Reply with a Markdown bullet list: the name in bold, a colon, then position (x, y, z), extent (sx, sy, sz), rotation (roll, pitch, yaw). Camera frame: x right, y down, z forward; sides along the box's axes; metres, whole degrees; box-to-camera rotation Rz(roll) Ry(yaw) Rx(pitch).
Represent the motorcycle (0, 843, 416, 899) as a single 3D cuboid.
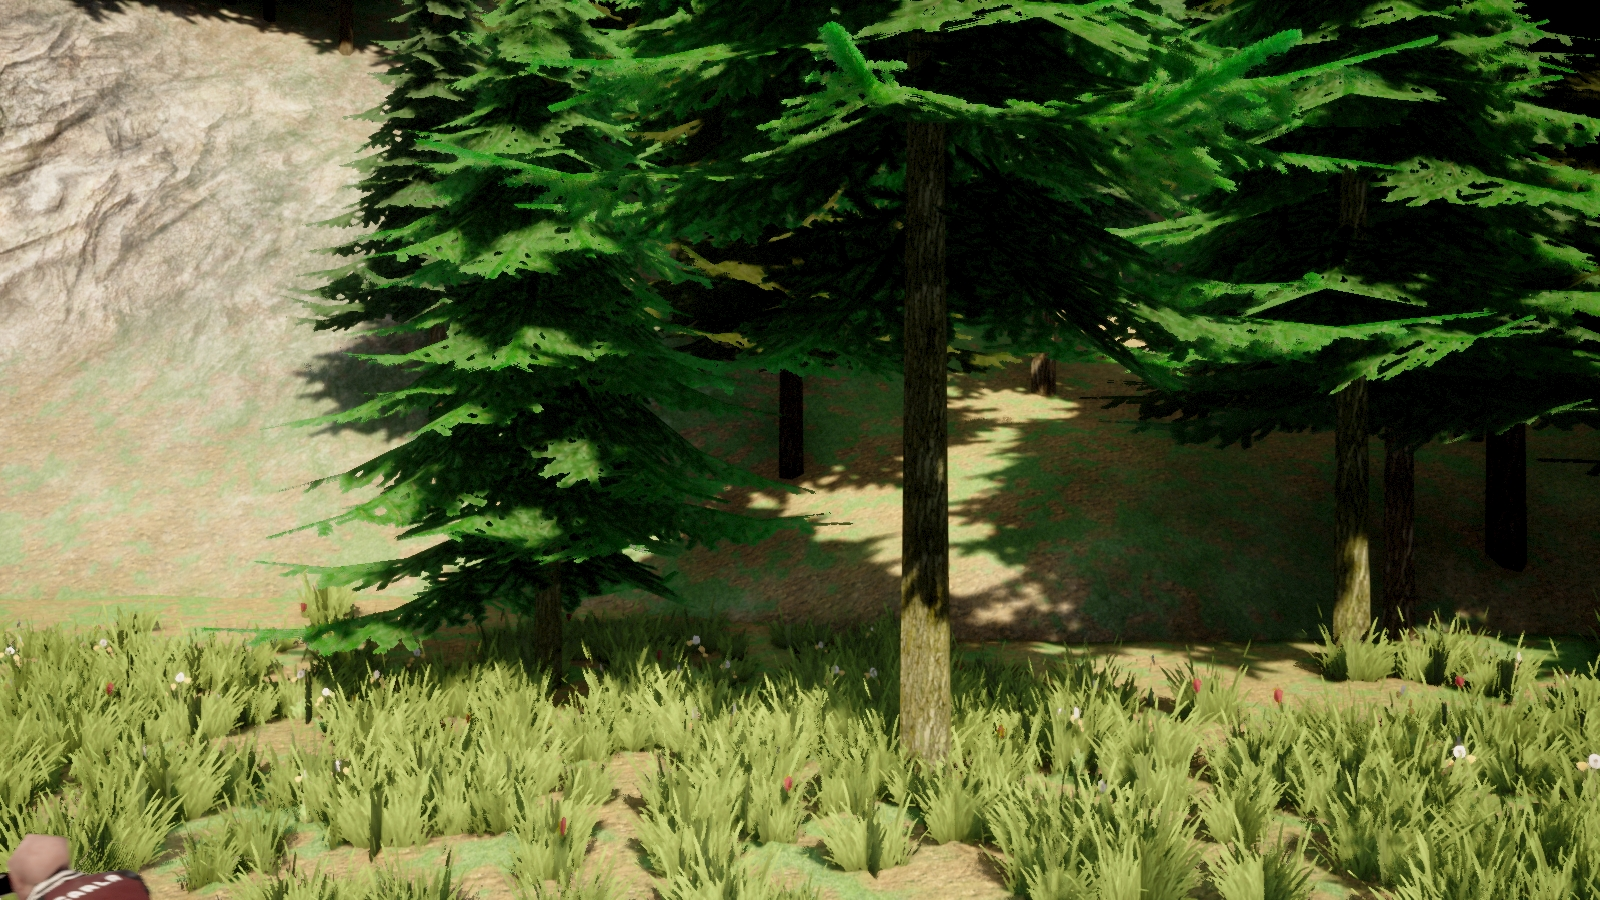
- **motorcycle**: position (-2.525, 2.178, 3.885), extent (2.209, 1.251, 0.867), rotation (0, 0, 15)
